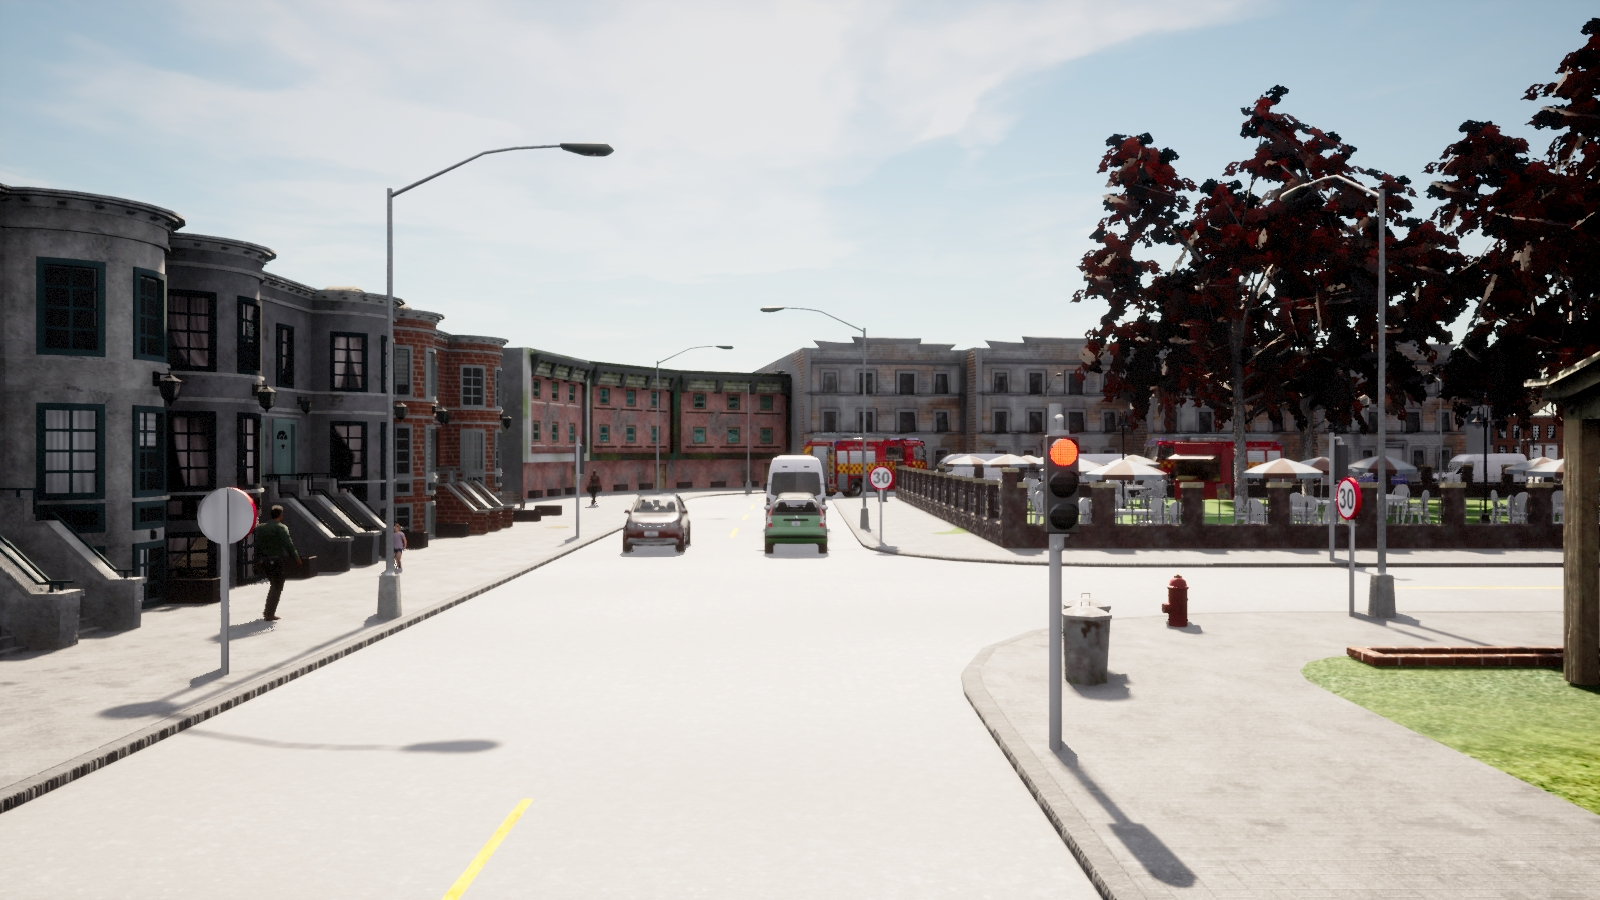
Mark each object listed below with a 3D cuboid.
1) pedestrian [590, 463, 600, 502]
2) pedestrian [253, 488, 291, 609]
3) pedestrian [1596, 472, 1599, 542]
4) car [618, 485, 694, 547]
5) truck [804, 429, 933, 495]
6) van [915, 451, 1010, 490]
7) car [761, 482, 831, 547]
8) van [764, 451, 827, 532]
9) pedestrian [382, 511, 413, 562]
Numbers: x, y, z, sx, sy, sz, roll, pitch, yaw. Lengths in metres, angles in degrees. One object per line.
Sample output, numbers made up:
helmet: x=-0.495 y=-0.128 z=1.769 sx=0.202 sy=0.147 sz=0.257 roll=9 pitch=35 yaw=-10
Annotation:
pedestrian: x=-9.699 y=1.525 z=54.092 sx=0.375 sy=1.860 sz=0.375 roll=0 pitch=0 yaw=4
pedestrian: x=-8.233 y=1.524 z=17.818 sx=0.375 sy=1.860 sz=0.375 roll=0 pitch=0 yaw=14
pedestrian: x=21.633 y=1.525 z=30.596 sx=0.375 sy=1.860 sz=0.375 roll=0 pitch=0 yaw=0
car: x=-3.992 y=1.806 z=32.191 sx=1.789 sy=1.549 sz=3.705 roll=0 pitch=0 yaw=-2
truck: x=4.295 y=0.672 z=70.228 sx=8.468 sy=3.827 sz=2.891 roll=0 pitch=0 yaw=-43
van: x=10.550 y=1.314 z=74.428 sx=5.915 sy=2.561 sz=1.988 roll=0 pitch=0 yaw=0
car: x=-0.119 y=1.779 z=32.373 sx=1.851 sy=1.617 sz=3.988 roll=0 pitch=0 yaw=0
van: x=-0.147 y=1.315 z=39.074 sx=1.988 sy=2.561 sz=5.915 roll=0 pitch=0 yaw=0
pedestrian: x=-8.918 y=1.904 z=25.318 sx=0.500 sy=1.100 sz=0.500 roll=0 pitch=0 yaw=1
